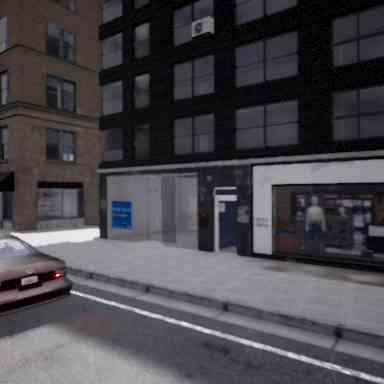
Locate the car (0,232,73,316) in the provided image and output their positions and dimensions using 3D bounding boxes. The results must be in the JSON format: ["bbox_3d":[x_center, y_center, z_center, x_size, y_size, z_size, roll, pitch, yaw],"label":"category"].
[{"bbox_3d":[-4.802,1.550,7.112,5.357,1.411,2.033,0,0,36],"label":"car"}]
